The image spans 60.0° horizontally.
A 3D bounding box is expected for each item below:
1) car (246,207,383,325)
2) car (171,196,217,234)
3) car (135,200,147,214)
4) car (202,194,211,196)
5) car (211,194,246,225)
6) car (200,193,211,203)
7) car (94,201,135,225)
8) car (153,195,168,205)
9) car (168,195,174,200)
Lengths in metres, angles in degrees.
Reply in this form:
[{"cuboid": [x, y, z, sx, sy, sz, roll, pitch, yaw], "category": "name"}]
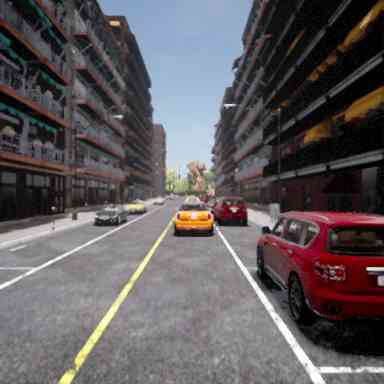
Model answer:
[{"cuboid": [2.703, 1.307, 6.982, 2.192, 1.841, 5.009, 1, 0, 0], "category": "car"}, {"cuboid": [0.100, 1.331, 19.271, 2.097, 1.767, 4.553, 0, 0, 0], "category": "car"}, {"cuboid": [-5.680, 1.491, 34.686, 1.752, 1.417, 4.829, 1, 0, 0], "category": "car"}, {"cuboid": [2.703, 1.266, 51.526, 2.192, 1.841, 5.009, 1, 0, 0], "category": "car"}, {"cuboid": [2.703, 1.290, 23.686, 2.192, 1.841, 5.009, 1, 0, 0], "category": "car"}, {"cuboid": [2.704, 1.253, 68.230, 2.192, 1.841, 5.009, 1, 0, 0], "category": "car"}, {"cuboid": [-5.680, 1.526, 23.719, 2.008, 1.369, 4.403, 1, 0, 0], "category": "car"}, {"cuboid": [-5.680, 1.472, 56.956, 1.752, 1.417, 4.829, 1, 0, 0], "category": "car"}, {"cuboid": [-5.698, 1.367, 84.966, 1.967, 1.590, 4.097, 1, 0, 0], "category": "car"}]
